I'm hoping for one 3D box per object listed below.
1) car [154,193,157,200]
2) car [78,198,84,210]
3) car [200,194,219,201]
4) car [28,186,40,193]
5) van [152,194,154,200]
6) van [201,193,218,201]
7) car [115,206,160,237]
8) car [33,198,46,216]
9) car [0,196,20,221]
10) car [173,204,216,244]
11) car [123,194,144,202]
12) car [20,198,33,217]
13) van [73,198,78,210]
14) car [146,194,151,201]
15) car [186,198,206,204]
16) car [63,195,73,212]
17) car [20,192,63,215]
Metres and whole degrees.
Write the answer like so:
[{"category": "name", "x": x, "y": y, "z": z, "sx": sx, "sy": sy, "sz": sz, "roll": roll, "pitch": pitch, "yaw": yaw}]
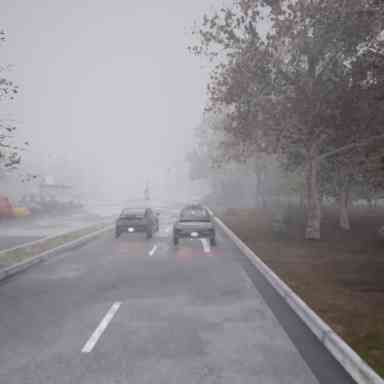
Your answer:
[{"category": "car", "x": -13.042, "y": 1.685, "z": 93.534, "sx": 4.892, "sy": 1.521, "sz": 2.231, "roll": -1, "pitch": -1, "yaw": -14}, {"category": "car", "x": -16.639, "y": 1.555, "z": 43.771, "sx": 4.553, "sy": 1.767, "sz": 2.185, "roll": -1, "pitch": 0, "yaw": -19}, {"category": "car", "x": 4.640, "y": 1.479, "z": 87.150, "sx": 4.553, "sy": 1.767, "sz": 2.185, "roll": 1, "pitch": 0, "yaw": -14}, {"category": "car", "x": -34.181, "y": -0.152, "z": 72.507, "sx": 2.435, "sy": 2.045, "sz": 5.566, "roll": 6, "pitch": -3, "yaw": -19}, {"category": "van", "x": -13.268, "y": 1.444, "z": 90.564, "sx": 4.442, "sy": 1.987, "sz": 1.878, "roll": -1, "pitch": -1, "yaw": -14}, {"category": "van", "x": 4.258, "y": 1.367, "z": 84.180, "sx": 4.442, "sy": 1.987, "sz": 1.878, "roll": 1, "pitch": 0, "yaw": -14}, {"category": "car", "x": -2.903, "y": 1.547, "z": 18.229, "sx": 1.837, "sy": 1.490, "sz": 4.892, "roll": 0, "pitch": 0, "yaw": 0}, {"category": "car", "x": -16.779, "y": 1.649, "z": 31.723, "sx": 4.674, "sy": 1.452, "sz": 2.002, "roll": -1, "pitch": 0, "yaw": -20}, {"category": "car", "x": -16.827, "y": 1.323, "z": 25.708, "sx": 5.566, "sy": 2.045, "sz": 2.435, "roll": -1, "pitch": 0, "yaw": -20}, {"category": "car", "x": 0.098, "y": 1.522, "z": 15.931, "sx": 2.128, "sy": 1.511, "sz": 4.902, "roll": 0, "pitch": 0, "yaw": 0}, {"category": "car", "x": -14.469, "y": 1.671, "z": 81.578, "sx": 4.792, "sy": 1.488, "sz": 2.163, "roll": -1, "pitch": 0, "yaw": -15}, {"category": "car", "x": -16.967, "y": 1.590, "z": 28.657, "sx": 5.366, "sy": 1.575, "sz": 1.946, "roll": -1, "pitch": 0, "yaw": -20}, {"category": "van", "x": -16.613, "y": 1.436, "z": 40.794, "sx": 4.442, "sy": 1.987, "sz": 1.878, "roll": -1, "pitch": -1, "yaw": -19}, {"category": "car", "x": -13.825, "y": 1.641, "z": 84.570, "sx": 5.366, "sy": 1.575, "sz": 1.946, "roll": -1, "pitch": -1, "yaw": -15}, {"category": "car", "x": 0.123, "y": 1.628, "z": 32.799, "sx": 1.837, "sy": 1.490, "sz": 4.892, "roll": 0, "pitch": 0, "yaw": 0}, {"category": "car", "x": -16.728, "y": 1.393, "z": 37.758, "sx": 5.566, "sy": 2.045, "sz": 2.435, "roll": -1, "pitch": -1, "yaw": -20}, {"category": "car", "x": -16.800, "y": 1.376, "z": 34.721, "sx": 5.566, "sy": 2.045, "sz": 2.435, "roll": -1, "pitch": 0, "yaw": -20}]
